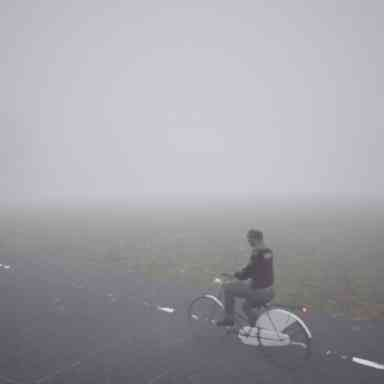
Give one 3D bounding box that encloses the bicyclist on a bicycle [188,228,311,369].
[{"bbox_3d":[0.682,1.372,4.566,1.843,1.776,0.659,0,0,36],"label":"bicyclist on a bicycle"}]
